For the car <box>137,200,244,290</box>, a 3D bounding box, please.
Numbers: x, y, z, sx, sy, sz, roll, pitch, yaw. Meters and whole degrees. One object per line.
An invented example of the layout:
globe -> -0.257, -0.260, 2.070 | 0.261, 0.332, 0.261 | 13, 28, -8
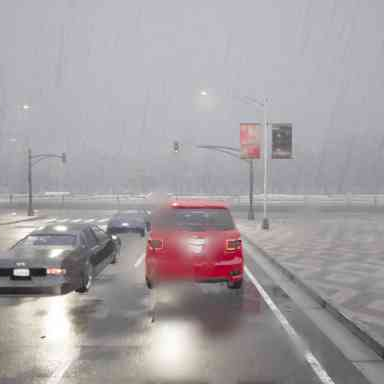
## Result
car -> 0.038, 1.216, 9.198 | 2.150, 2.045, 5.566 | 0, 0, -1

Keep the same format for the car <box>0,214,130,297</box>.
car -> -3.204, 1.542, 8.716 | 2.033, 1.411, 5.357 | 0, 0, -1

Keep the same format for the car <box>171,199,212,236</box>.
car -> -0.040, 1.340, 19.250 | 2.097, 1.767, 4.553 | 0, 0, -1

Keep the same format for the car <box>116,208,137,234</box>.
car -> -3.283, 1.553, 18.316 | 1.994, 1.385, 4.181 | 0, 0, 0
